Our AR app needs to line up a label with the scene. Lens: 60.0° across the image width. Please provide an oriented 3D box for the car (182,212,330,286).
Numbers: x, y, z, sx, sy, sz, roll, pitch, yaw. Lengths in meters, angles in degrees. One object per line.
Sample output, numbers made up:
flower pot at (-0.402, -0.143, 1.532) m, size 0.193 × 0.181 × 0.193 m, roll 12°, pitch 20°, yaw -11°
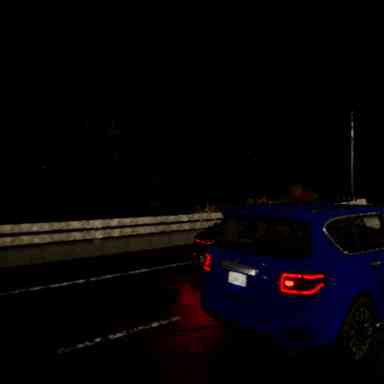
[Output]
car at (2.163, 1.493, 10.210) m, size 4.892 × 1.490 × 1.837 m, roll 0°, pitch 0°, yaw -41°

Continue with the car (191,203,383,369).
car at (2.667, 1.211, 5.994) m, size 5.566 × 2.045 × 2.150 m, roll 0°, pitch 0°, yaw -39°
